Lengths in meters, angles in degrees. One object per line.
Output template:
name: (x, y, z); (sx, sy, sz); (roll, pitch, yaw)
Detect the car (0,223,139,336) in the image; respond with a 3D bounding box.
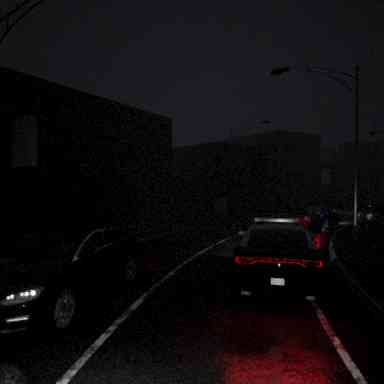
car: (-2.650, 1.477, 7.020); (2.128, 1.511, 4.902); (0, 0, 11)

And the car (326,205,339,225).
car: (8.324, 1.552, 21.974); (1.812, 1.442, 4.674); (1, 0, 35)

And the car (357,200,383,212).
car: (21.883, 1.682, 40.227); (4.718, 1.301, 1.895); (1, 1, -34)

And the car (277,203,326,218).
car: (5.408, 1.361, 17.151); (2.097, 1.767, 4.553); (1, 0, 27)

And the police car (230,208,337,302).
police car: (2.174, 1.426, 8.548); (1.930, 1.638, 5.238); (0, 0, 14)
